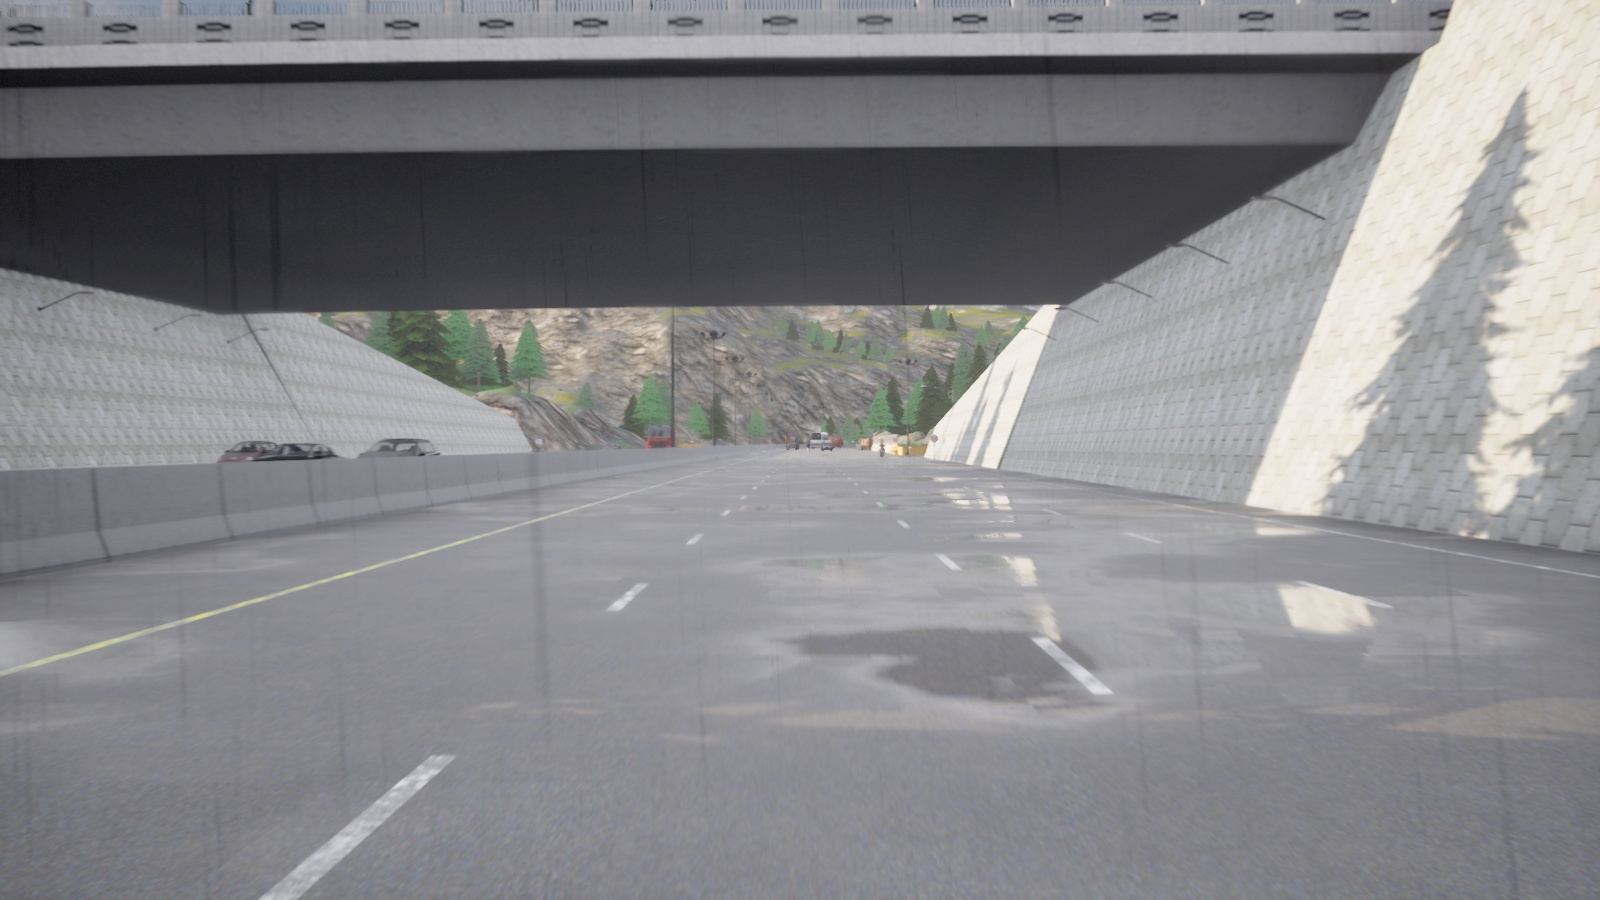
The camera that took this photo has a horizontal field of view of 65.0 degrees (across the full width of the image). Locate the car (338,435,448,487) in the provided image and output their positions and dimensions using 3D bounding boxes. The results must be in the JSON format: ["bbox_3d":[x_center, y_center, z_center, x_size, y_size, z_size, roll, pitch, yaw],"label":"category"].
[{"bbox_3d":[-13.742,0.341,42.712,2.242,1.667,4.611,0,0,0],"label":"car"}]

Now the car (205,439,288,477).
[{"bbox_3d":[-24.168,0.317,54.971,1.851,1.617,3.988,0,0,0],"label":"car"}]

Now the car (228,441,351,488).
[{"bbox_3d":[-17.238,0.450,42.690,2.128,1.511,4.902,0,0,0],"label":"car"}]
